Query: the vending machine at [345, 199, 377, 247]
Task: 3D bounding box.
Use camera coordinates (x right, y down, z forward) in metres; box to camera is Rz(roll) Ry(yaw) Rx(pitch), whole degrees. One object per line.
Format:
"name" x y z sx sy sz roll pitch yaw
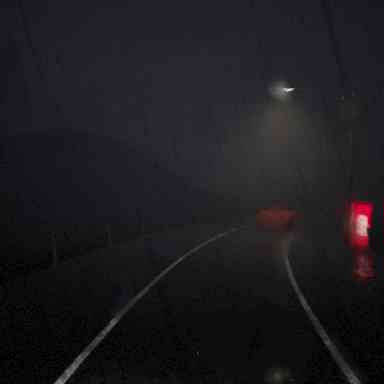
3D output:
"vending machine" 8.192 1.481 16.185 1.100 2.100 0.880 6 6 20

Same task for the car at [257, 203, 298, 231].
"car" 6.085 1.577 23.193 2.097 1.767 4.553 2 0 25

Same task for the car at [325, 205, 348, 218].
"car" 17.328 2.188 38.610 5.357 1.411 2.033 3 1 -44
